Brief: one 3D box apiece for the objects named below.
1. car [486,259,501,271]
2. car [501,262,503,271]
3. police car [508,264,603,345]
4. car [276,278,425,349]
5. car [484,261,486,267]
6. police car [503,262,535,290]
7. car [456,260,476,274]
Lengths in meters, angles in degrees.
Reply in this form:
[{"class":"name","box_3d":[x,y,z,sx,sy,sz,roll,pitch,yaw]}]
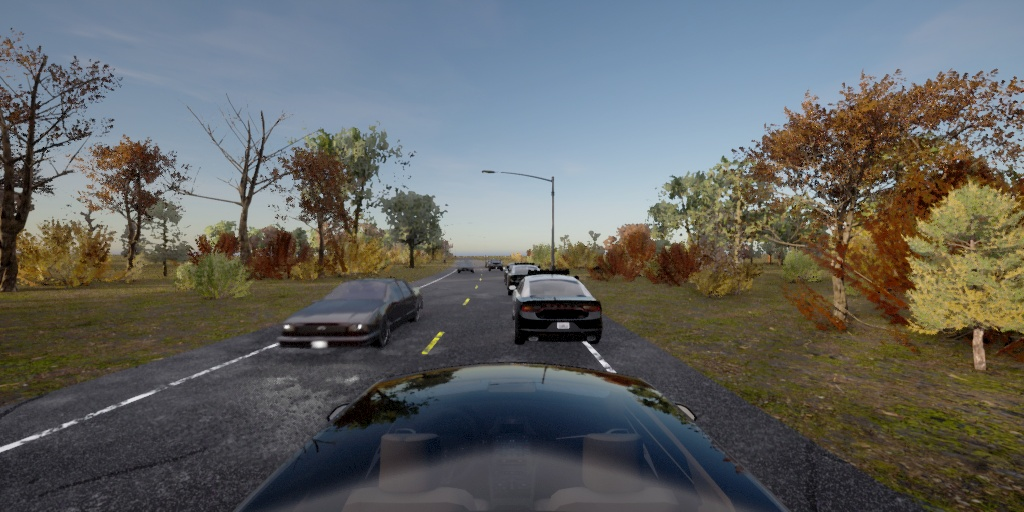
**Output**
[{"class":"car","box_3d":[-2.184,1.233,47.322,1.837,1.490,4.892,0,0,-5]},{"class":"car","box_3d":[0.405,1.216,25.651,1.882,1.535,5.008,0,0,-3]},{"class":"police car","box_3d":[0.966,1.174,9.681,1.930,1.638,5.238,0,0,-1]},{"class":"car","box_3d":[-3.699,1.296,9.469,2.033,1.411,5.357,0,0,-1]},{"class":"car","box_3d":[-3.535,1.207,60.212,2.128,1.511,4.902,0,0,-7]},{"class":"police car","box_3d":[0.673,1.170,19.733,1.930,1.638,5.238,0,0,-2]},{"class":"car","box_3d":[-5.193,1.238,40.517,1.837,1.490,4.892,0,0,-5]}]
